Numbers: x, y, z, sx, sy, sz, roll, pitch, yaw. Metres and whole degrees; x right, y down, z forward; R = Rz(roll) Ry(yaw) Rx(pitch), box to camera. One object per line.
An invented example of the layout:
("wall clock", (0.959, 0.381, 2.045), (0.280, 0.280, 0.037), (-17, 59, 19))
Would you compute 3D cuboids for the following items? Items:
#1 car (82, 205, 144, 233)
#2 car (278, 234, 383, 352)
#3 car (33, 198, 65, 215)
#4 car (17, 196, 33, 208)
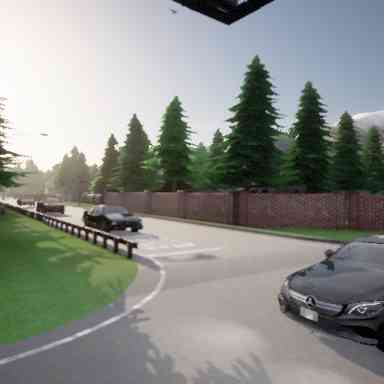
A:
("car", (-4.567, 1.429, 18.447), (2.033, 1.411, 5.357), (1, 0, -34))
("car", (3.699, 1.571, 6.230), (4.674, 1.442, 1.812), (0, 0, -33))
("car", (-13.510, 1.342, 31.710), (1.882, 1.535, 5.008), (1, 0, -34))
("car", (-22.845, 1.305, 45.708), (2.033, 1.411, 5.357), (1, 0, -34))
